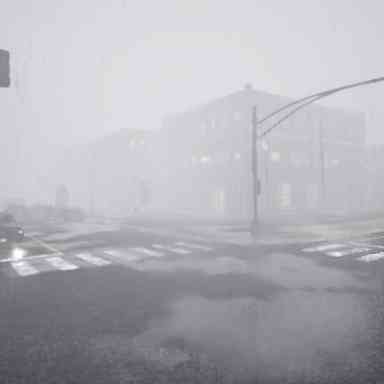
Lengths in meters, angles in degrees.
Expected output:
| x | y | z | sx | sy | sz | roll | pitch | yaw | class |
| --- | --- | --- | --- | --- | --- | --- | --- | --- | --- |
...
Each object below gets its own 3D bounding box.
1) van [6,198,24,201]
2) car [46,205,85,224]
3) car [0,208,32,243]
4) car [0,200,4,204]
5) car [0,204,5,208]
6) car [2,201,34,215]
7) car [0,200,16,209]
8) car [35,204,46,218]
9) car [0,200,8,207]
| x | y | z | sx | sy | sz | roll | pitch | yaw | class |
| --- | --- | --- | --- | --- | --- | --- | --- | --- | --- |
| -26.131 | 1.880 | 49.675 | 1.690 | 1.788 | 3.998 | -2 | 0 | -35 | van |
| -10.082 | 1.783 | 27.125 | 2.008 | 1.369 | 4.403 | -2 | 0 | -35 | car |
| -9.805 | 1.762 | 16.764 | 2.033 | 1.411 | 5.357 | -1 | 0 | -35 | car |
| -29.341 | 1.912 | 54.185 | 2.192 | 1.841 | 5.009 | -2 | 0 | -35 | car |
| -15.487 | 1.832 | 24.752 | 1.837 | 1.490 | 4.892 | -1 | 0 | -36 | car |
| -17.232 | 1.892 | 32.743 | 1.812 | 1.442 | 4.674 | -1 | 0 | -35 | car |
| -32.544 | 2.200 | 58.696 | 1.887 | 1.381 | 4.507 | -2 | 0 | -35 | car |
| -13.290 | 1.877 | 31.636 | 1.802 | 1.307 | 4.206 | -2 | 0 | -35 | car |
| -38.961 | 2.336 | 67.716 | 1.947 | 1.339 | 4.313 | -2 | 0 | -35 | car |
